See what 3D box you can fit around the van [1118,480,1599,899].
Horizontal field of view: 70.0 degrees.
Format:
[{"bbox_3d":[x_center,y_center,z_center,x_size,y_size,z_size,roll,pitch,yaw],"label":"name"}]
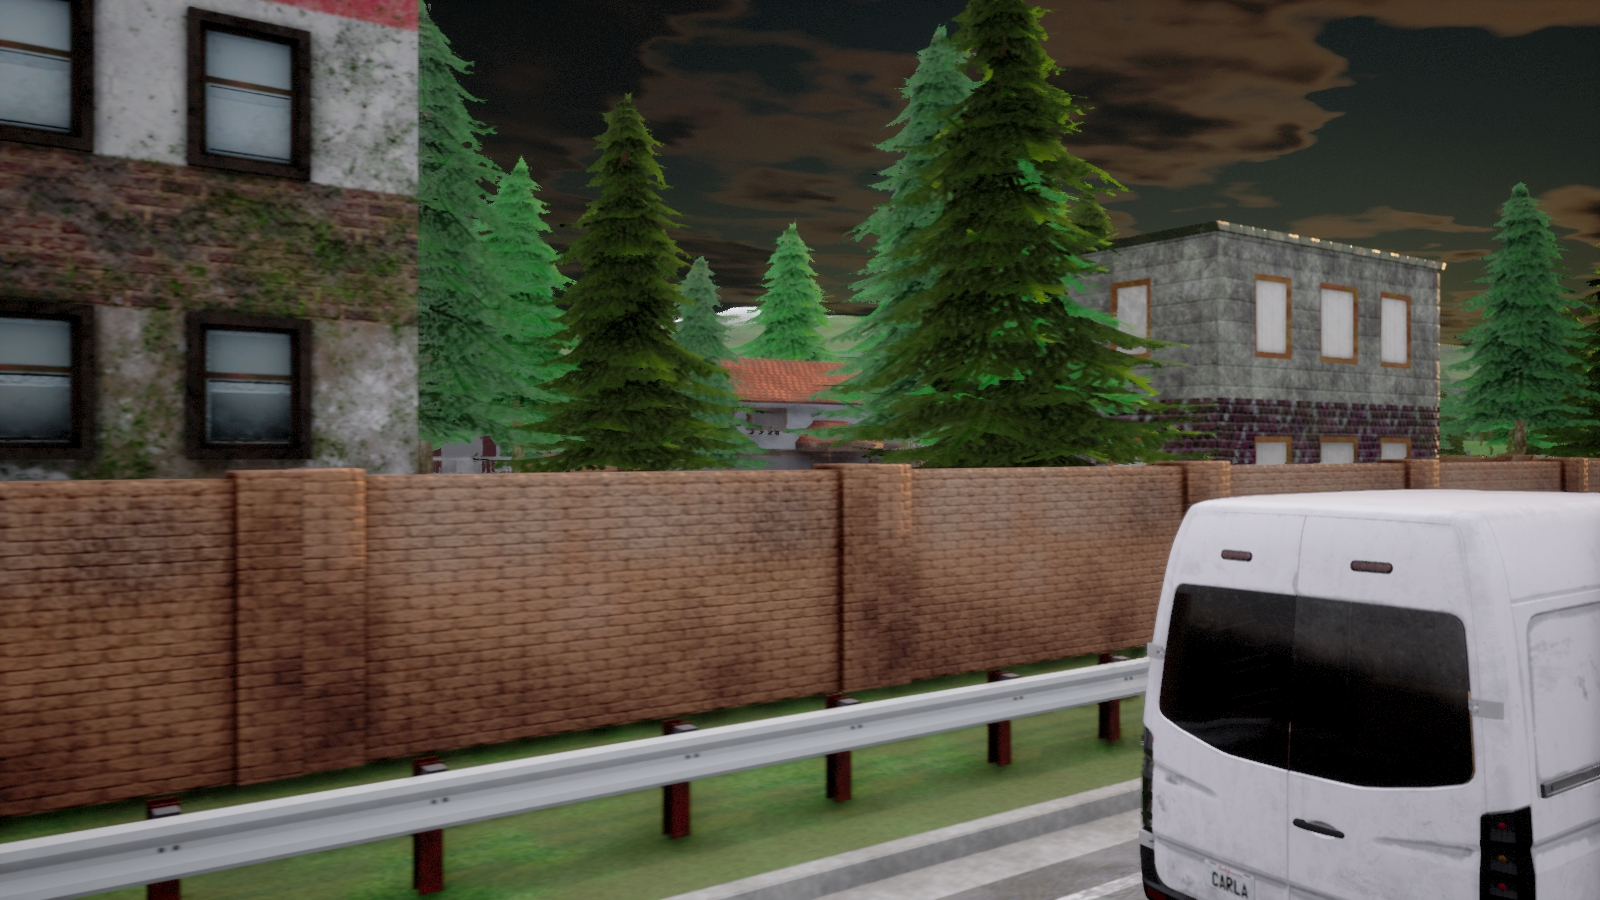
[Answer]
[{"bbox_3d":[4.721,1.532,7.092,5.915,2.561,1.988,0,0,-35],"label":"van"}]
